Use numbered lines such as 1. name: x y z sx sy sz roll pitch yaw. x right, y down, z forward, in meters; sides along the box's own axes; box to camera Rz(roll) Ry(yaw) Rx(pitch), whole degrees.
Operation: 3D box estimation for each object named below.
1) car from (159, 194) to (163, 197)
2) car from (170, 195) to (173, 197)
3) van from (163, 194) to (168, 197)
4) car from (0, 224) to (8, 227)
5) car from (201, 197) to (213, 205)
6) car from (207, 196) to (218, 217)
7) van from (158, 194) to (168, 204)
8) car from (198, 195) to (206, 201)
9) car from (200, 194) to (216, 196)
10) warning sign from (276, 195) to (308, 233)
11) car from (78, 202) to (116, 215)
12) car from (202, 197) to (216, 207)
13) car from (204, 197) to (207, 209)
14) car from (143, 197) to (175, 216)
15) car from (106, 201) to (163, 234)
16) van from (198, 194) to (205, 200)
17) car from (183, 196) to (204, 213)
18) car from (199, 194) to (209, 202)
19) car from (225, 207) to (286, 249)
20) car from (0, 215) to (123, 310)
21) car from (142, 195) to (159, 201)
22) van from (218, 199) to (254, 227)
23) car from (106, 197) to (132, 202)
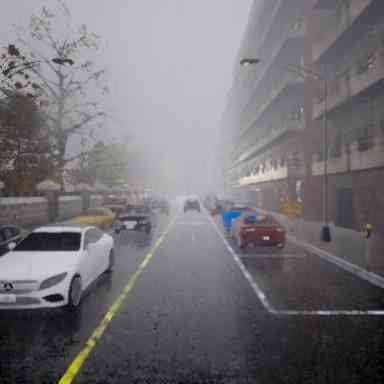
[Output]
1. car: -5.683 1.449 48.063 1.967 1.590 4.097 0 0 0
2. car: -5.681 1.587 70.583 2.008 1.369 4.403 0 0 0
3. van: -5.682 1.362 59.324 1.690 1.788 3.998 0 0 0
4. car: -5.687 1.563 8.652 1.947 1.339 4.313 0 0 0
5. car: 2.698 1.565 59.323 1.887 1.381 4.507 0 0 0
6. car: 2.696 1.439 31.172 1.967 1.590 4.097 0 0 0
7. van: -5.681 1.369 64.953 1.690 1.788 3.998 0 0 0
8. car: 2.701 1.509 87.473 1.967 1.590 4.097 0 0 0
9. car: 2.698 1.324 48.062 2.192 1.841 5.009 0 0 0
10. warning sign: 5.066 1.111 16.924 1.300 1.860 1.060 0 0 0
11. car: -5.686 1.521 19.743 1.752 1.417 4.829 0 0 0
12. car: 2.697 1.565 53.693 2.008 1.369 4.403 0 0 0
13. car: 2.695 1.552 36.802 2.008 1.369 4.403 0 0 0
14. car: -3.075 1.491 32.419 2.128 1.511 4.902 0 0 0
15. car: -3.095 1.488 19.076 2.128 1.511 4.902 0 0 0
16. van: 2.702 1.421 93.104 1.690 1.788 3.998 0 0 0
17. car: 0.003 1.494 37.367 2.128 1.511 4.902 0 0 0
18. car: 2.700 1.361 76.213 2.192 1.841 5.009 0 0 0
19. car: 2.693 1.541 14.281 1.887 1.381 4.507 0 0 0
20. car: -3.099 1.523 7.914 1.812 1.442 4.674 0 0 0
21. car: -5.684 1.445 42.434 1.967 1.590 4.097 0 0 0
22. van: 2.695 1.337 19.912 1.690 1.788 3.998 0 0 0
23. car: -5.685 1.312 25.543 2.192 1.841 5.009 0 0 0
